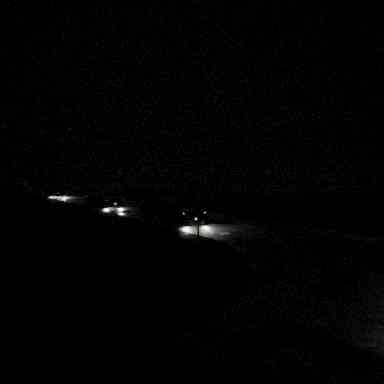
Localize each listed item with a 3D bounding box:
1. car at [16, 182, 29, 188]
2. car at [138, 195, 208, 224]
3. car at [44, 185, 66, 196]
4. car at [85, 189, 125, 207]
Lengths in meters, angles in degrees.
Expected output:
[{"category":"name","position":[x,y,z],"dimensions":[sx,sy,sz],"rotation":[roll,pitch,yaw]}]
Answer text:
[{"category":"car","position":[-41.602,-1.627,82.271],"dimensions":[1.812,1.442,4.674],"rotation":[-1,1,-35]},{"category":"car","position":[-1.303,0.907,19.547],"dimensions":[2.033,1.411,5.357],"rotation":[-1,3,-35]},{"category":"car","position":[-17.870,-0.206,43.366],"dimensions":[1.895,1.301,4.718],"rotation":[-1,3,-34]},{"category":"car","position":[-7.610,0.456,28.581],"dimensions":[2.033,1.411,5.357],"rotation":[-1,3,-35]}]
